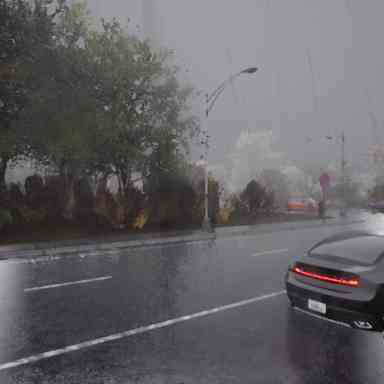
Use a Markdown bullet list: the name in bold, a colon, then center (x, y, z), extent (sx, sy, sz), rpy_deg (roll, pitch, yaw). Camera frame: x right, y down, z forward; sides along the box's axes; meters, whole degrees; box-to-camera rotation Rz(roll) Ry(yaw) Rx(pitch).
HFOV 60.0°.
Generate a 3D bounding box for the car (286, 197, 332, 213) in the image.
- **car**: center (12.566, 1.371, 36.862), extent (2.097, 1.767, 4.553), rpy_deg (0, 0, -32)

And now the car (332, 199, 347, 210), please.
- **car**: center (17.530, 1.586, 42.489), extent (1.994, 1.385, 4.181), rpy_deg (0, 0, -32)

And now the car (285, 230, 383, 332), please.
- **car**: center (3.891, 1.509, 6.513), extent (4.892, 1.490, 1.837), rpy_deg (0, 0, -35)

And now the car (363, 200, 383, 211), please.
- **car**: center (23.407, 1.572, 39.723), extent (2.033, 1.411, 5.357), rpy_deg (0, 0, -32)
